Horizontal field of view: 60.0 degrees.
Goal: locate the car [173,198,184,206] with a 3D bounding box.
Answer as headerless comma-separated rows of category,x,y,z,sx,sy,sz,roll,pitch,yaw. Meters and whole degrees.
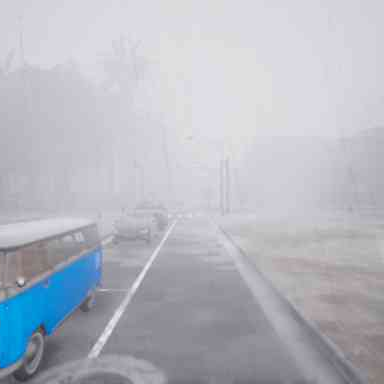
car,-2.651,1.924,65.412,1.967,1.590,4.097,0,-1,0

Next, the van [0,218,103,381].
van,-2.640,1.370,5.186,1.690,1.788,3.998,0,0,0

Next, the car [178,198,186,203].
car,-2.656,2.285,88.165,2.008,1.369,4.403,0,-1,0

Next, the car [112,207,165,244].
car,-2.641,1.639,16.113,2.008,1.369,4.403,0,0,0

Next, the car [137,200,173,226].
car,-2.643,1.436,21.578,2.192,1.841,5.009,0,0,0

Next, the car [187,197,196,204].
car,-0.013,2.194,83.415,1.812,1.442,4.674,0,-1,0

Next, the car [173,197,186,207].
car,-2.651,1.868,59.725,1.967,1.590,4.097,0,-1,0

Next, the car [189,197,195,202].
car,-0.014,2.165,94.253,1.812,1.442,4.674,0,-1,0
